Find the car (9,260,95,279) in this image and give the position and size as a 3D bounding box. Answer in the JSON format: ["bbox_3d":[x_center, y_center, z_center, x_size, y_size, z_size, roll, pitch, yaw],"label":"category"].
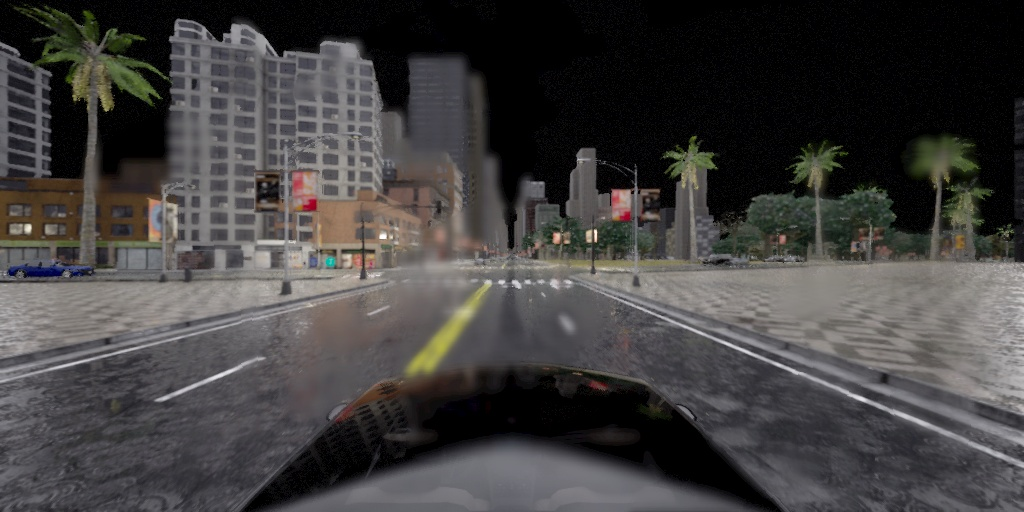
[{"bbox_3d":[-38.875,1.132,30.426,5.008,1.535,1.882,0,0,-12],"label":"car"}]
